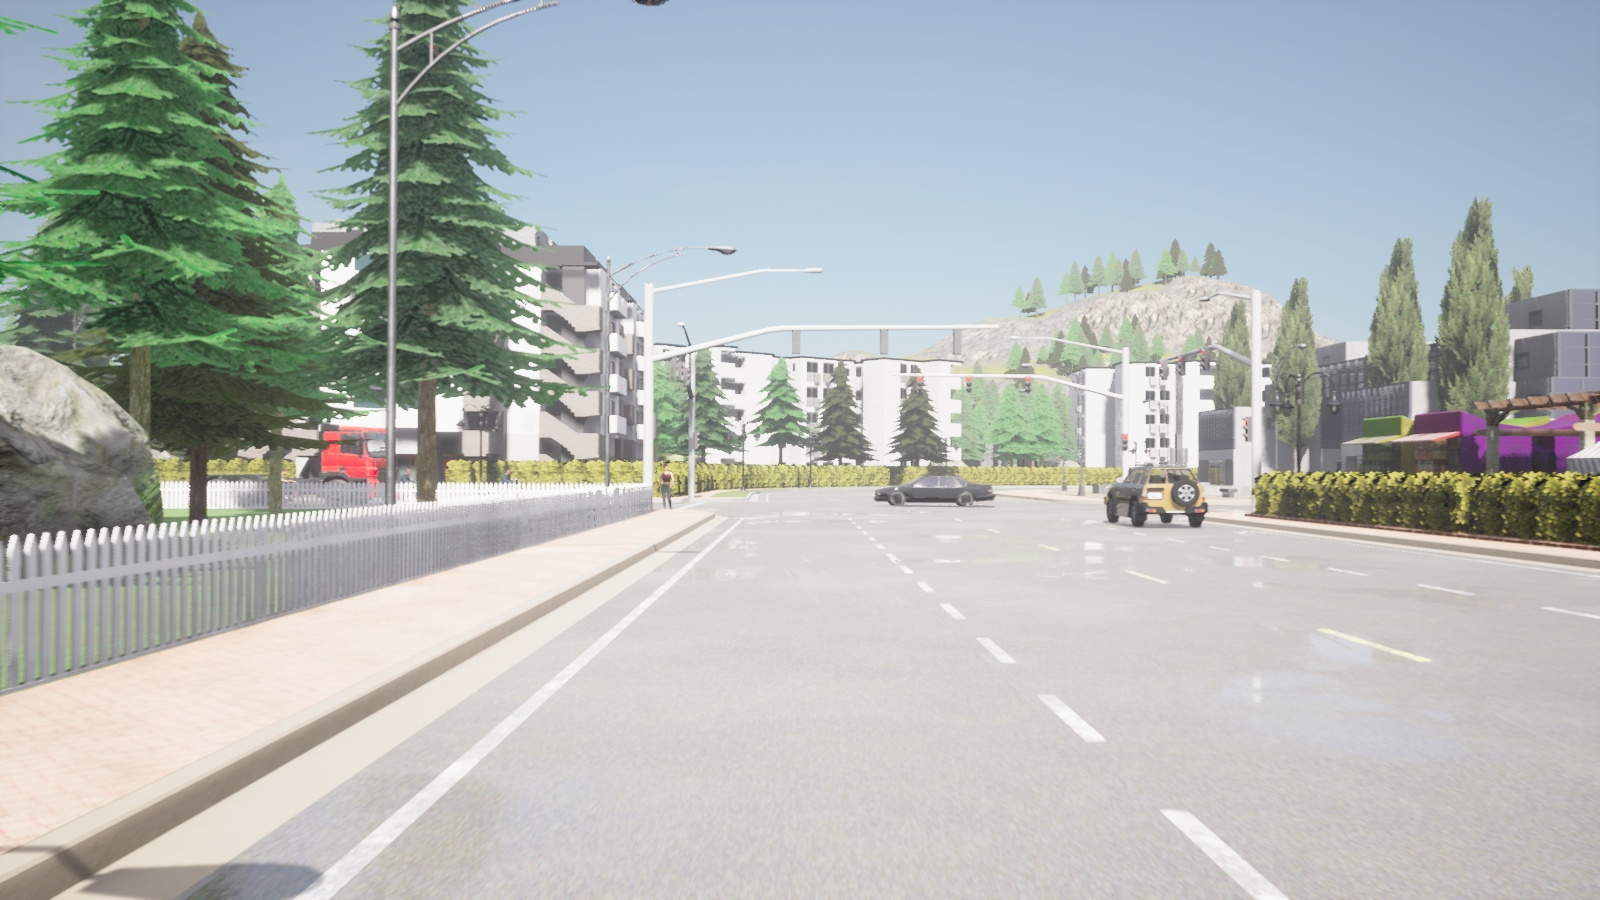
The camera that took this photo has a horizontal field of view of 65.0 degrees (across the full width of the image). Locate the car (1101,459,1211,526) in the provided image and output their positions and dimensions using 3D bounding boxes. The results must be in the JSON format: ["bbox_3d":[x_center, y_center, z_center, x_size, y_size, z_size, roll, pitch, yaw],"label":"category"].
[{"bbox_3d":[10.404,1.210,37.057,1.932,1.855,4.605,0,-1,0],"label":"car"}]

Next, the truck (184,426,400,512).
[{"bbox_3d":[-21.293,0.804,52.942,7.936,3.462,2.891,0,-1,1],"label":"truck"}]

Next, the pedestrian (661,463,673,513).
[{"bbox_3d":[-4.996,1.423,47.167,0.345,1.836,0.594,0,-1,4],"label":"pedestrian"}]

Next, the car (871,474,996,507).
[{"bbox_3d":[5.877,1.773,55.810,5.357,1.411,2.033,0,-1,1],"label":"car"}]
